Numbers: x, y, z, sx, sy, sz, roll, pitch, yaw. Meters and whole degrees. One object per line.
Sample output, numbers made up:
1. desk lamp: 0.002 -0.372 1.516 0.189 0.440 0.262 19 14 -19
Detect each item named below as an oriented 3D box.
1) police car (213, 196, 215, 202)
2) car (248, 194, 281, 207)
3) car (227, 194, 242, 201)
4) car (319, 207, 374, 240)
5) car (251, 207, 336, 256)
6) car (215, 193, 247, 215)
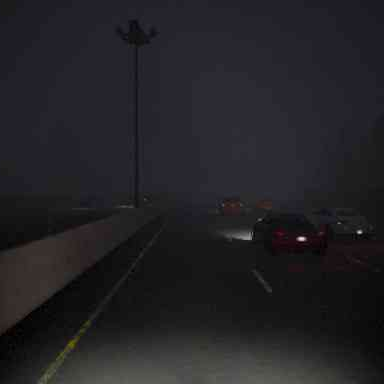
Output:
1. police car: 5.901 1.105 68.140 1.930 1.638 5.238 0 0 22
2. car: 7.190 1.319 33.619 1.882 1.535 5.008 0 0 2
3. car: 9.848 1.144 76.750 1.837 1.490 4.892 0 0 27
4. car: 7.082 1.448 16.373 1.812 1.442 4.674 0 0 0
5. car: 3.598 1.503 12.921 1.994 1.385 4.181 0 0 0
6. car: 3.638 1.202 31.745 2.097 1.767 4.553 0 0 1
